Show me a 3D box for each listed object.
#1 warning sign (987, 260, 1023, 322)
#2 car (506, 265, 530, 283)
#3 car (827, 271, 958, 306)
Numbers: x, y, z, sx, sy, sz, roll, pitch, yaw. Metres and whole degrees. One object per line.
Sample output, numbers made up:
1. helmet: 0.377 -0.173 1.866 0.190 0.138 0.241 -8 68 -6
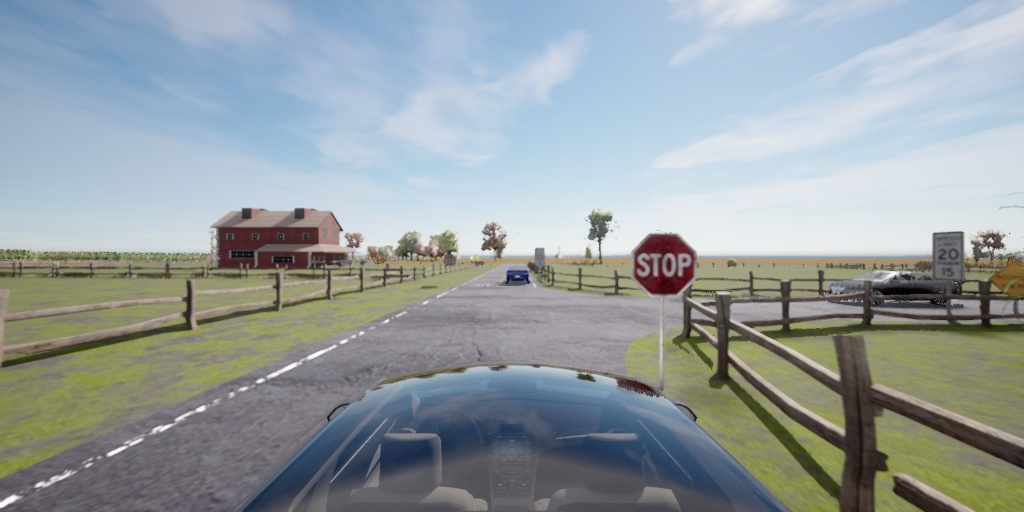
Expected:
1. warning sign: 15.989 1.067 11.379 1.060 1.860 1.300 0 0 0
2. car: 0.491 1.486 30.875 1.882 1.535 5.008 0 0 1
3. car: 17.521 1.448 16.667 4.902 1.511 2.128 0 0 0
